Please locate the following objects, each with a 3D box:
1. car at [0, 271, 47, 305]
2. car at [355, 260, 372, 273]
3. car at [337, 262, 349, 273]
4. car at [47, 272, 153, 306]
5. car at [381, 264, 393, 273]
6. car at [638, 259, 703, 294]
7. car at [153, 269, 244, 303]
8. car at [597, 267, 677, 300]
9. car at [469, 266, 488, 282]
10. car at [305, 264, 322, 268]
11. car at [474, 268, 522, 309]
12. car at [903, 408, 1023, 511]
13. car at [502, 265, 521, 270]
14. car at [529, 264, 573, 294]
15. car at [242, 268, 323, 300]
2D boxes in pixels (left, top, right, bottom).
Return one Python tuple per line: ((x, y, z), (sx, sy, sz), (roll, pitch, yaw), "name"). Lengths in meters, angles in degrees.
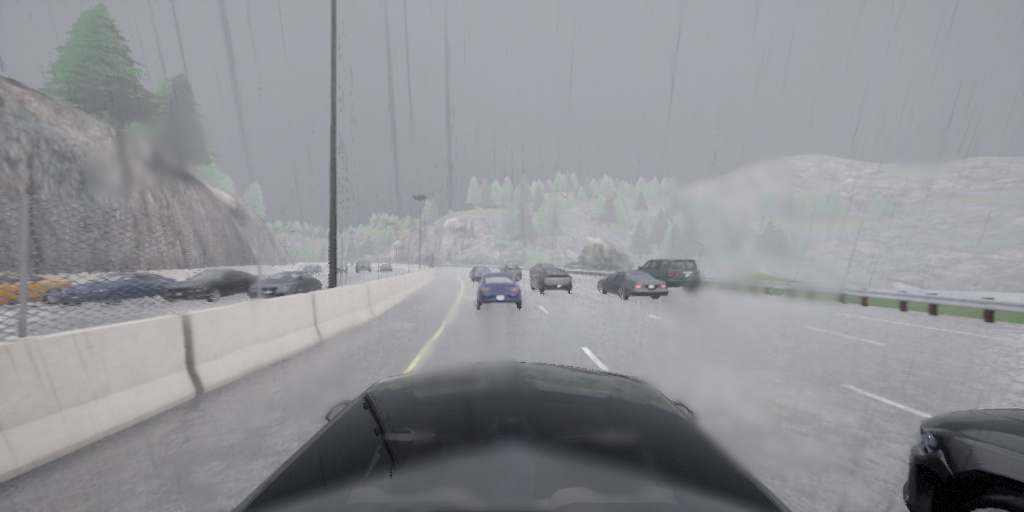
((-21.779, 1.426, 14.944), (1.882, 1.535, 5.008), (0, -1, -5), "car")
((-23.890, 1.662, 57.884), (2.150, 2.045, 5.566), (0, -1, -19), "car")
((-27.322, 1.792, 57.021), (2.097, 1.767, 4.553), (0, -1, -19), "car")
((-18.485, 1.493, 17.260), (1.812, 1.442, 4.674), (0, -1, -6), "car")
((-20.421, 1.990, 58.520), (2.033, 1.411, 5.357), (0, -1, -18), "car")
((9.334, 1.186, 22.217), (2.150, 2.045, 5.566), (0, -1, -6), "car")
((-15.087, 1.451, 18.429), (1.882, 1.535, 5.008), (0, -1, -6), "car")
((6.176, 1.481, 18.977), (2.033, 1.411, 5.357), (0, -1, -5), "car")
((-3.030, 1.676, 34.329), (2.033, 1.411, 5.357), (0, -1, -10), "car")
((-30.140, 1.908, 54.410), (2.128, 1.511, 4.902), (0, -1, -18), "car")
((-0.622, 1.439, 15.933), (1.812, 1.442, 4.674), (0, -1, -5), "car")
((3.527, 1.217, 0.339), (2.128, 1.511, 4.902), (0, -1, 0), "car")
((-0.225, 1.656, 38.038), (2.128, 1.511, 4.902), (0, -1, -11), "car")
((2.306, 1.468, 21.979), (2.128, 1.511, 4.902), (0, -1, -6), "car")
((-11.630, 1.534, 18.805), (1.994, 1.385, 4.181), (0, -1, -6), "car")
